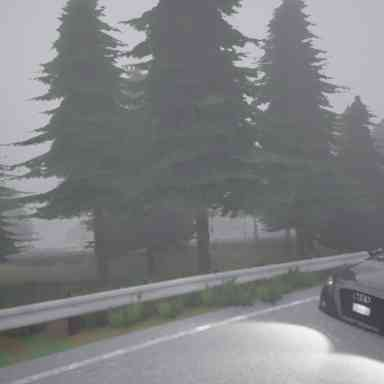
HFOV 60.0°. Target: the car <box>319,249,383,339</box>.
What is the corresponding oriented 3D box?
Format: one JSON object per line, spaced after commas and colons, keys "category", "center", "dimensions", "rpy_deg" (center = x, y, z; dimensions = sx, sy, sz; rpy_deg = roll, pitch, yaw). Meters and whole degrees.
{"category": "car", "center": [4.291, 1.570, 5.899], "dimensions": [4.181, 1.385, 1.994], "rpy_deg": [0, 0, -28]}
